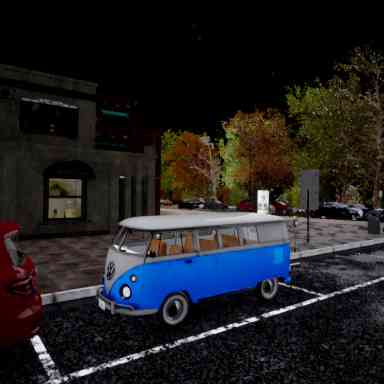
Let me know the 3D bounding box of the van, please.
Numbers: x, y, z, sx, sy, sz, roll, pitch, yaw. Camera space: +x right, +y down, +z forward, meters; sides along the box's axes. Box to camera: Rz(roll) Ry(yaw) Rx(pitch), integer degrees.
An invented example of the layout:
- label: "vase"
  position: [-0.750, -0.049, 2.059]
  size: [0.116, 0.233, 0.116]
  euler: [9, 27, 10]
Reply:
- label: "van"
  position: [0.225, 1.342, 6.716]
  size: [3.998, 1.788, 1.690]
  euler: [0, 1, -35]

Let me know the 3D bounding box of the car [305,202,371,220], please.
- label: "car"
  position: [11.993, 1.583, 28.305]
  size: [2.128, 1.511, 4.902]
  euler: [1, -1, -34]

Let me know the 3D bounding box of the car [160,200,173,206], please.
- label: "car"
  position: [-5.782, 2.204, 66.330]
  size: [1.895, 1.301, 4.718]
  euler: [1, -1, -34]

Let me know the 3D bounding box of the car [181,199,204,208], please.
- label: "car"
  position: [0.008, 2.024, 57.833]
  size: [1.812, 1.442, 4.674]
  euler: [1, -1, -34]

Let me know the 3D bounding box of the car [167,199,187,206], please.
- label: "car"
  position: [-3.075, 2.171, 68.129]
  size: [1.812, 1.442, 4.674]
  euler: [1, -1, -34]

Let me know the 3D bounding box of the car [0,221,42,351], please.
- label: "car"
  position: [-4.282, 1.315, 3.491]
  size: [5.009, 1.841, 2.192]
  euler: [0, 1, -35]

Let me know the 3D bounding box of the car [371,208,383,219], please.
- label: "car"
  position: [14.832, 1.733, 29.929]
  size: [1.895, 1.301, 4.718]
  euler: [1, -1, -34]

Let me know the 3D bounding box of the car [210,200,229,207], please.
- label: "car"
  position: [3.016, 1.895, 47.384]
  size: [2.033, 1.411, 5.357]
  euler: [1, -1, -34]

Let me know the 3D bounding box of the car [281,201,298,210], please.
- label: "car"
  position: [9.750, 1.751, 37.434]
  size: [1.812, 1.442, 4.674]
  euler: [1, -1, -34]

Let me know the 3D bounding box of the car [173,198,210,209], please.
- label: "car"
  position: [-0.139, 1.806, 46.259]
  size: [2.128, 1.511, 4.902]
  euler: [1, -1, -34]

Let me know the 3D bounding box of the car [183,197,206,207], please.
- label: "car"
  position: [0.443, 1.935, 63.013]
  size: [2.097, 1.767, 4.553]
  euler: [1, -1, -34]

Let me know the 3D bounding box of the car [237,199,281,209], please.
- label: "car"
  position: [6.849, 1.538, 35.928]
  size: [2.097, 1.767, 4.553]
  euler: [1, -1, -34]
